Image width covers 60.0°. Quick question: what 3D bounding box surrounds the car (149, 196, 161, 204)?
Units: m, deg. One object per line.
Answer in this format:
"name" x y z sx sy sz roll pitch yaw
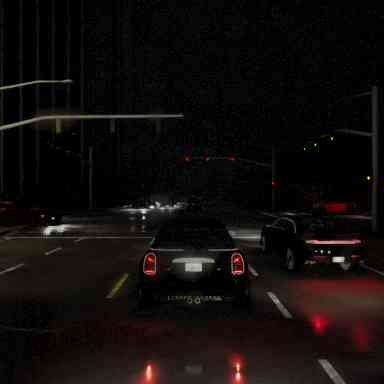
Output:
"car" -7.166 1.525 65.547 1.812 1.442 4.674 0 0 1

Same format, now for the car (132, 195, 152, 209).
"car" -7.183 1.526 46.515 1.812 1.442 4.674 0 0 0

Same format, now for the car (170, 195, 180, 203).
"car" -3.636 1.500 70.550 1.837 1.490 4.892 0 0 0

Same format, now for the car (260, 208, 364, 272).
"car" 3.598 1.492 10.823 2.128 1.511 4.902 0 0 -3

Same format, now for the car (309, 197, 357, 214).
"car" 14.604 1.407 34.764 4.553 1.767 2.097 0 0 2

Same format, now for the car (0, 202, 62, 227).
"car" -11.084 1.604 22.732 4.181 1.385 1.994 -1 0 19

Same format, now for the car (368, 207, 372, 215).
"car" 19.039 1.581 31.190 4.674 1.442 1.812 0 0 0

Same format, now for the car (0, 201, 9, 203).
"car" -15.017 1.533 27.486 5.008 1.535 1.882 0 0 -2

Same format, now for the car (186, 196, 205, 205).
"car" 0.175 1.548 42.966 2.033 1.411 5.357 0 0 -1

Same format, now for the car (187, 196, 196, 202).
"car" -0.150 1.591 77.547 1.895 1.301 4.718 0 0 0

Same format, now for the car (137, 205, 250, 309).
"car" 0.042 1.352 8.012 2.097 1.767 4.553 0 0 0

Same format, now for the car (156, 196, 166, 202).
"car" -7.147 1.593 76.341 1.895 1.301 4.718 0 0 0

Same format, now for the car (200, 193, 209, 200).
"car" 3.331 1.216 87.535 2.097 1.767 4.553 0 0 0

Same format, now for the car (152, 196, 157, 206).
"car" -7.194 1.352 55.418 2.097 1.767 4.553 0 0 0

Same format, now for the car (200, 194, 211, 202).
"car" 3.350 1.519 77.455 1.812 1.442 4.674 0 0 0

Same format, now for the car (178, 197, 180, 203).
"car" -3.688 1.491 60.339 2.128 1.511 4.902 0 0 0

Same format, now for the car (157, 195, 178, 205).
"car" -3.687 1.547 50.837 2.033 1.411 5.357 0 0 0
